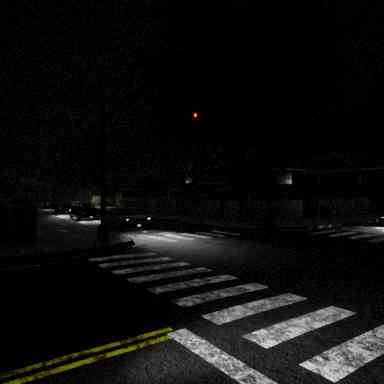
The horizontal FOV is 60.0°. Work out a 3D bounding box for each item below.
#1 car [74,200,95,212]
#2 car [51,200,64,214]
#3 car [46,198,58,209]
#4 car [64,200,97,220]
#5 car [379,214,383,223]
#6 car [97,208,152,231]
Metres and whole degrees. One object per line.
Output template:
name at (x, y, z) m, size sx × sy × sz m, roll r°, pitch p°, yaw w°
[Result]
car at (-14.383, 1.850, 44.241) m, size 1.812 × 1.442 × 4.674 m, roll 0°, pitch 0°, yaw -28°
car at (-15.107, 1.906, 39.420) m, size 1.895 × 1.301 × 4.718 m, roll 0°, pitch 0°, yaw -29°
car at (-21.867, 1.758, 52.440) m, size 2.097 × 1.767 × 4.553 m, roll 0°, pitch 0°, yaw -26°
car at (-10.023, 1.783, 30.779) m, size 2.033 × 1.411 × 5.357 m, roll 0°, pitch 0°, yaw -32°
car at (14.570, 1.511, 22.078) m, size 5.357 × 1.411 × 2.033 m, roll 0°, pitch 0°, yaw -36°
car at (-4.496, 1.767, 22.296) m, size 1.895 × 1.301 × 4.718 m, roll 0°, pitch 0°, yaw -34°
